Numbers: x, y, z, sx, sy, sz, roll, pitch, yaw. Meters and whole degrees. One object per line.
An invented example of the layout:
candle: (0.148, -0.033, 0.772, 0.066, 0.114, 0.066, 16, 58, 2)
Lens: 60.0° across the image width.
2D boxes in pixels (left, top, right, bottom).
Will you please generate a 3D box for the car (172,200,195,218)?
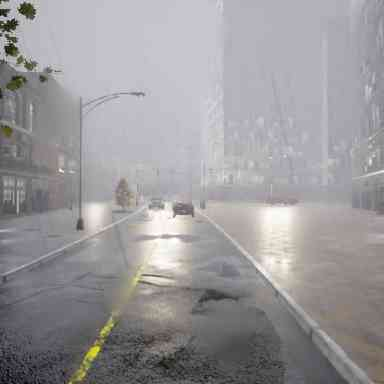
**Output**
car: (-0.817, 1.483, 30.774, 1.882, 1.535, 5.008, 0, 0, -3)

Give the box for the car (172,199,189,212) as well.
car: (-1.500, 1.607, 40.650, 1.895, 1.301, 4.718, 0, 0, -4)

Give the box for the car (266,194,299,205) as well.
car: (13.945, 1.201, 51.510, 5.009, 1.841, 2.192, 0, -1, 15)

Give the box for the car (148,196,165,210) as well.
car: (-4.559, 1.353, 43.313, 2.097, 1.767, 4.553, 0, 0, -4)
